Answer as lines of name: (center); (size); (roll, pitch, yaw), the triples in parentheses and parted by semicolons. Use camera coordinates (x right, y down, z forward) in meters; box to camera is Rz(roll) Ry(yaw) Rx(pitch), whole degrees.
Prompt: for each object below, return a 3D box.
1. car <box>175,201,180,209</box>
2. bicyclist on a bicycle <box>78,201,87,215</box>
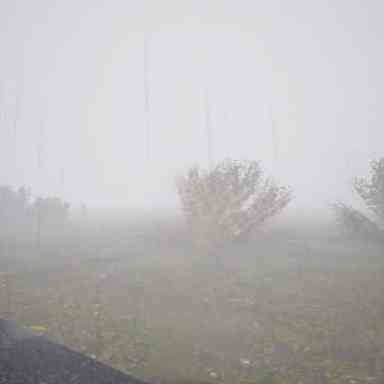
car: (-1.168, 2.124, 61.240); (2.097, 1.767, 4.553); (-2, -2, 36)
bicyclist on a bicycle: (-12.682, 1.871, 38.491); (1.656, 1.620, 0.582); (-1, -1, 36)
